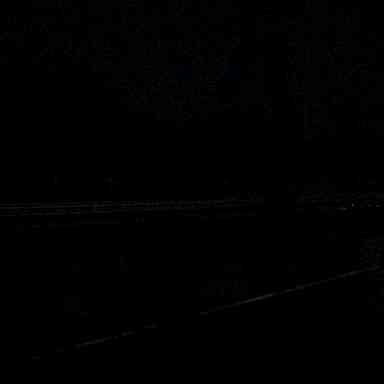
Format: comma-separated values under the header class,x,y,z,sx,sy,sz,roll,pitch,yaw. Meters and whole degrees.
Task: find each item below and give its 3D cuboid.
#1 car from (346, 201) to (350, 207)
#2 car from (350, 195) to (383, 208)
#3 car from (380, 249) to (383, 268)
class,x,y,z,sx,sy,sz,roll,pitch,yaw
car,20.483,1.121,39.238,5.357,1.411,2.033,-1,1,-33
car,18.899,1.209,33.990,5.357,1.411,2.033,-1,1,-34
car,6.937,1.571,8.615,4.718,1.301,1.895,0,0,-35
